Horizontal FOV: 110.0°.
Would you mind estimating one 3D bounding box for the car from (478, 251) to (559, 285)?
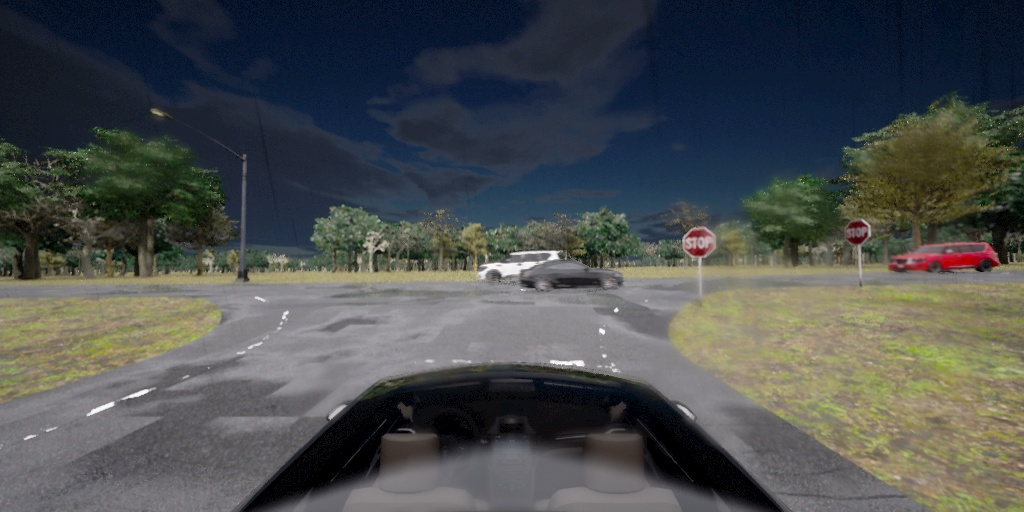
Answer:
[{"bbox_3d":[0.571,0.754,23.139,5.566,2.045,2.150,-2,-1,-1],"label":"car"}]

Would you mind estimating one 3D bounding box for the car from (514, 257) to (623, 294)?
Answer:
[{"bbox_3d":[2.588,0.903,16.151,4.674,1.442,1.812,-2,-1,-1],"label":"car"}]

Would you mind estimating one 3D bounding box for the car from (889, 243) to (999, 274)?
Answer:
[{"bbox_3d":[28.335,0.236,23.641,5.566,2.045,2.150,-3,-2,-1],"label":"car"}]
